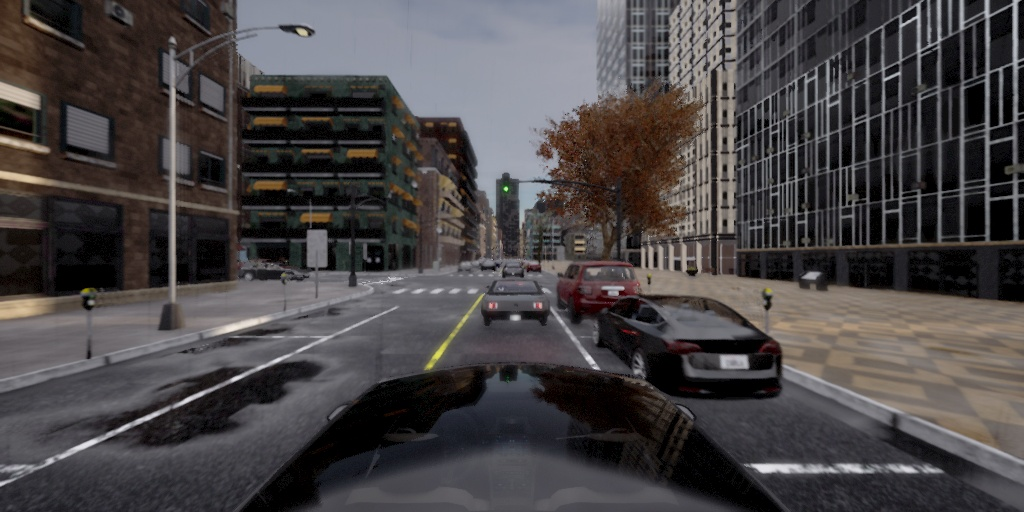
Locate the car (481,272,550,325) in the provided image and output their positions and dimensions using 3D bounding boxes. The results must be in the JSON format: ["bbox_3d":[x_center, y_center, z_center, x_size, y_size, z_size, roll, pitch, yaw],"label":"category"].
[{"bbox_3d":[0.096,1.360,11.808,1.895,1.301,4.718,0,0,0],"label":"car"}]

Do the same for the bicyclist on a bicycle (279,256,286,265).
[{"bbox_3d":[-23.176,0.790,36.170,0.582,1.620,1.656,1,0,-1],"label":"bicyclist on a bicycle"}]

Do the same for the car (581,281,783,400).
[{"bbox_3d":[2.691,1.320,6.420,1.948,1.339,4.313,0,0,0],"label":"car"}]

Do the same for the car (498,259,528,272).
[{"bbox_3d":[0.095,1.272,32.471,2.128,1.511,4.902,0,0,0],"label":"car"}]

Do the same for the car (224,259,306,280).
[{"bbox_3d":[-18.824,1.010,27.476,5.008,1.535,1.882,1,0,-1],"label":"car"}]

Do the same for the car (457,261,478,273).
[{"bbox_3d":[-5.699,1.349,44.328,2.007,1.370,4.403,0,0,0],"label":"car"}]

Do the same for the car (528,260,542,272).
[{"bbox_3d":[2.681,1.344,44.330,1.888,1.381,4.507,0,0,0],"label":"car"}]

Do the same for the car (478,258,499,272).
[{"bbox_3d":[-3.098,1.283,48.032,1.882,1.535,5.008,0,0,0],"label":"car"}]

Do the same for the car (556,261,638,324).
[{"bbox_3d":[2.689,1.074,11.943,2.192,1.841,5.009,0,0,0],"label":"car"}]

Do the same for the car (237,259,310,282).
[{"bbox_3d":[-16.440,1.111,24.910,4.403,1.370,2.007,0,0,-1],"label":"car"}]
